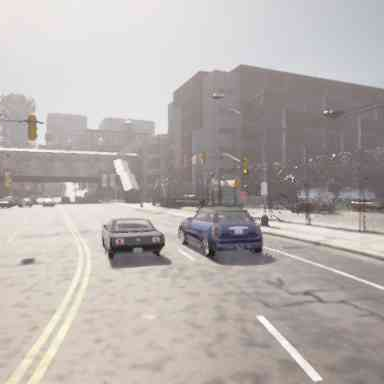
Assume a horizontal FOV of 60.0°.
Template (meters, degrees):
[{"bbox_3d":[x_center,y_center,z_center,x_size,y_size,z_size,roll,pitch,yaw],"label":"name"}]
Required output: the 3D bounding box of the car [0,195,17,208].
[{"bbox_3d":[-29.642,1.733,52.808,2.097,1.535,5.008,0,0,-23],"label":"car"}]

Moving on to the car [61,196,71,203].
[{"bbox_3d":[-30.326,1.822,80.193,1.837,1.490,4.892,0,0,-22],"label":"car"}]

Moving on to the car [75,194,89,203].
[{"bbox_3d":[-27.096,1.838,81.543,2.128,1.511,4.902,0,0,-22],"label":"car"}]

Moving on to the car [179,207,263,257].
[{"bbox_3d":[0.961,1.383,13.390,2.097,1.767,4.553,0,0,-18],"label":"car"}]

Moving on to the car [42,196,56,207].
[{"bbox_3d":[-23.934,1.786,55.649,2.033,1.411,5.357,0,0,-22],"label":"car"}]

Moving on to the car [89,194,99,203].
[{"bbox_3d":[-25.283,1.915,85.452,1.895,1.301,4.718,0,0,-23],"label":"car"}]

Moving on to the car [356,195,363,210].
[{"bbox_3d":[19.445,1.427,37.838,1.816,1.474,4.193,0,0,-23],"label":"car"}]

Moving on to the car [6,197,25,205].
[{"bbox_3d":[-36.380,1.802,68.634,2.231,1.521,4.892,0,0,-13],"label":"car"}]

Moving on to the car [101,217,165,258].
[{"bbox_3d":[-2.513,1.645,13.115,1.895,1.301,4.718,0,0,-19],"label":"car"}]

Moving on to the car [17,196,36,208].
[{"bbox_3d":[-27.267,1.740,54.541,2.128,1.511,4.902,0,0,-22],"label":"car"}]
